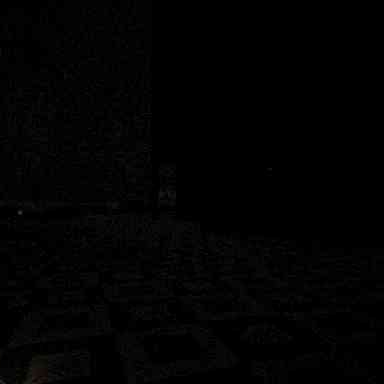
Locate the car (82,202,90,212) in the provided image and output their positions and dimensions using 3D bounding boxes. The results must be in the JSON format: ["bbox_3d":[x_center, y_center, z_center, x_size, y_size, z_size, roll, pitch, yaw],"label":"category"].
[{"bbox_3d":[-14.723,1.907,38.770,1.812,1.442,4.674,0,-1,35],"label":"car"}]

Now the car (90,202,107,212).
[{"bbox_3d":[-13.596,2.016,44.963,1.887,1.381,4.507,-1,-2,35],"label":"car"}]

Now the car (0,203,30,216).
[{"bbox_3d":[-20.147,1.842,35.772,2.008,1.369,4.403,-1,-1,35],"label":"car"}]

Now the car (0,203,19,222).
[{"bbox_3d":[-16.486,1.775,26.222,1.947,1.339,4.313,-1,-2,35],"label":"car"}]

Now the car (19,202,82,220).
[{"bbox_3d":[-13.112,1.824,30.956,1.752,1.417,4.829,-1,-2,35],"label":"car"}]

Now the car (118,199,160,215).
[{"bbox_3d":[-6.660,1.792,40.015,2.192,1.841,5.009,-1,-2,35],"label":"car"}]

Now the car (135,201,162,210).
[{"bbox_3d":[-7.045,2.210,54.153,2.008,1.369,4.403,-1,-2,35],"label":"car"}]

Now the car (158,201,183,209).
[{"bbox_3d":[-3.770,2.306,58.748,2.008,1.369,4.403,-1,-2,35],"label":"car"}]

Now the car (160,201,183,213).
[{"bbox_3d":[-3.383,2.114,44.604,1.887,1.381,4.507,-1,-2,35],"label":"car"}]

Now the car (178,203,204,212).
[{"bbox_3d":[-0.103,2.246,49.204,1.802,1.307,4.206,-1,-2,36],"label":"car"}]

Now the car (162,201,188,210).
[{"bbox_3d":[-2.773,2.246,55.410,1.812,1.442,4.674,0,-1,36],"label":"car"}]
